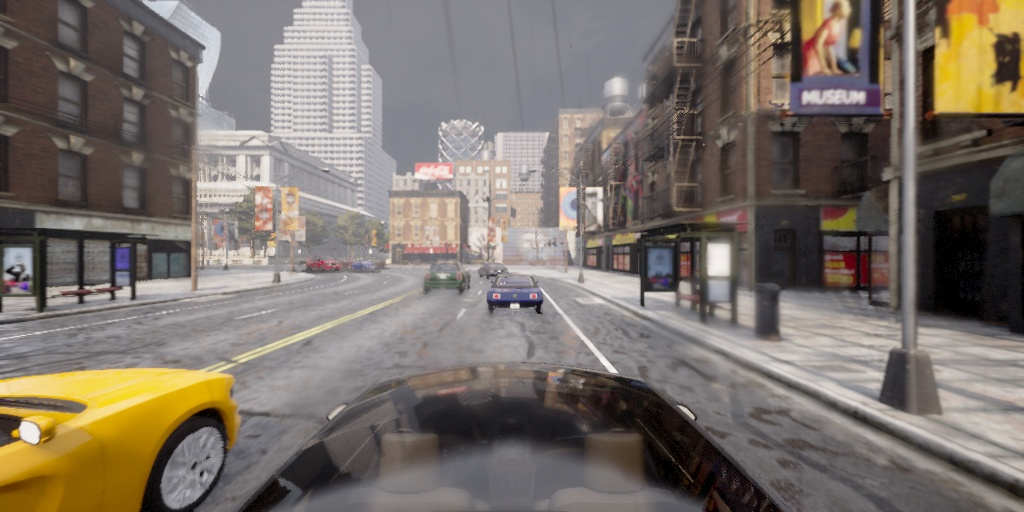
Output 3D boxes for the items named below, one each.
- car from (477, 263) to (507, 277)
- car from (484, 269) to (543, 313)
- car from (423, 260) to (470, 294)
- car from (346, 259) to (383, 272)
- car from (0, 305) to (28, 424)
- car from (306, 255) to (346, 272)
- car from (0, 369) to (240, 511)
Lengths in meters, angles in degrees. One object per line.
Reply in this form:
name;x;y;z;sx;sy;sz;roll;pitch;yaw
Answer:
car;-1.769;1.280;31.757;2.033;1.411;5.357;0;0;-17
car;0.100;1.344;13.925;1.895;1.301;4.718;0;0;0
car;-3.548;1.091;20.246;2.097;1.767;4.553;0;0;-2
car;-18.831;1.249;45.717;4.674;1.442;1.812;0;0;41
car;-7.109;1.314;2.435;1.994;1.385;4.181;0;0;0
car;-23.946;0.944;45.467;5.566;2.045;2.150;0;0;36
car;-3.399;1.228;1.193;1.882;1.535;5.008;0;0;0
